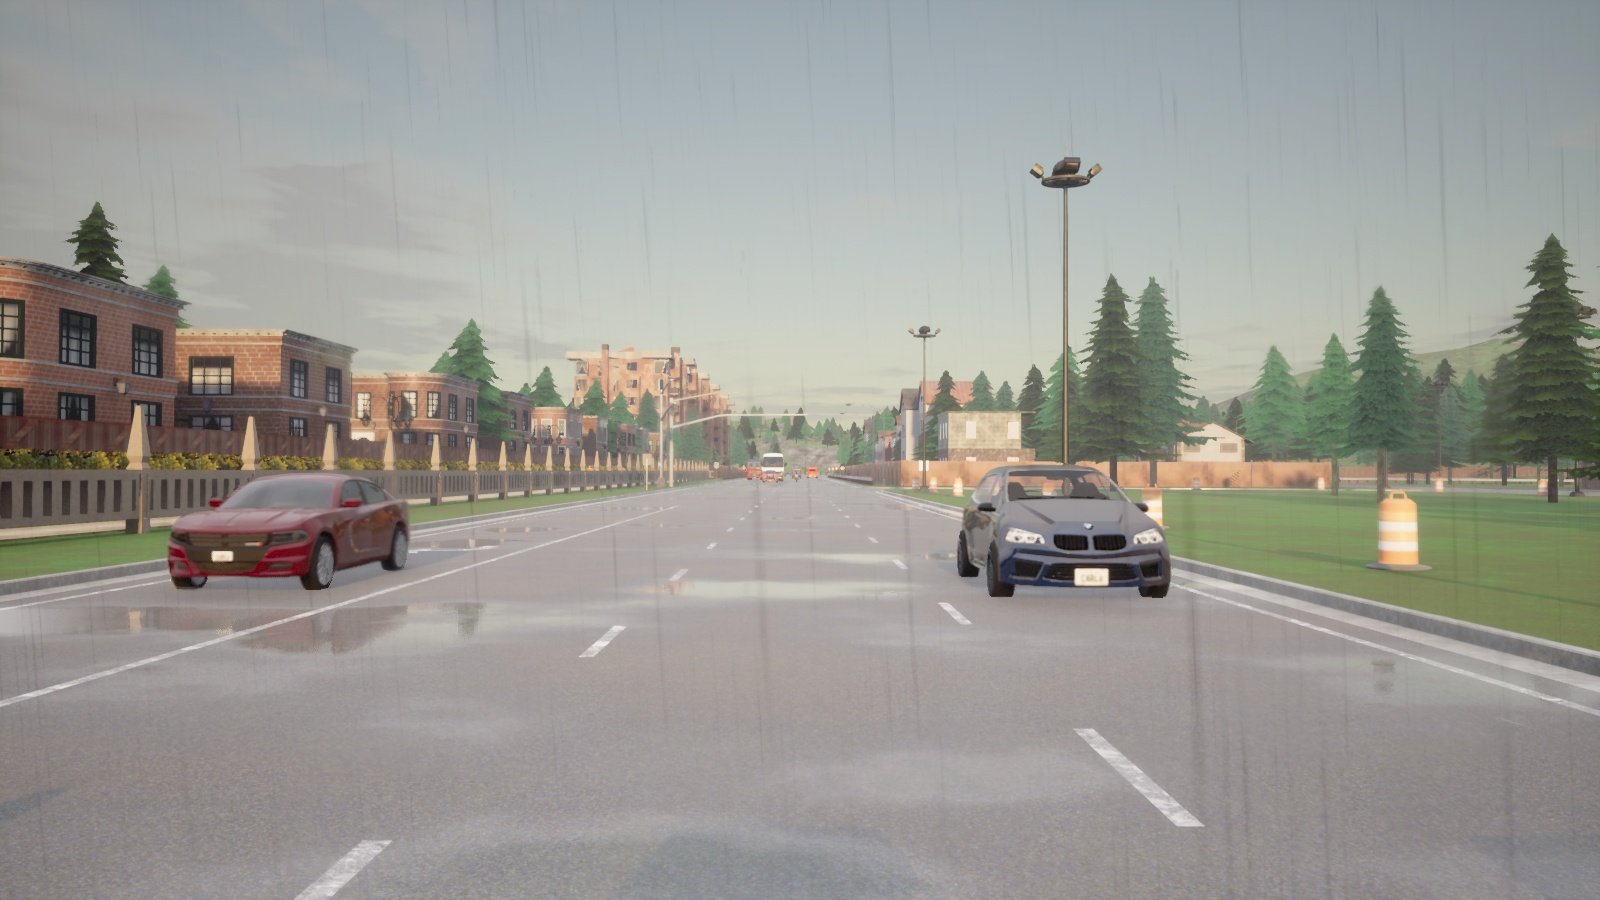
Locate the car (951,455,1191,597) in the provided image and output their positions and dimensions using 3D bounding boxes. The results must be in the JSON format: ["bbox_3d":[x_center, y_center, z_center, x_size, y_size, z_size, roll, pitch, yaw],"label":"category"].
[{"bbox_3d":[3.455,0.931,17.055,2.242,1.667,4.611,0,-1,0],"label":"car"}]

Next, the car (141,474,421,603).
[{"bbox_3d":[-7.046,1.117,17.721,1.882,1.535,5.008,0,-1,0],"label":"car"}]
